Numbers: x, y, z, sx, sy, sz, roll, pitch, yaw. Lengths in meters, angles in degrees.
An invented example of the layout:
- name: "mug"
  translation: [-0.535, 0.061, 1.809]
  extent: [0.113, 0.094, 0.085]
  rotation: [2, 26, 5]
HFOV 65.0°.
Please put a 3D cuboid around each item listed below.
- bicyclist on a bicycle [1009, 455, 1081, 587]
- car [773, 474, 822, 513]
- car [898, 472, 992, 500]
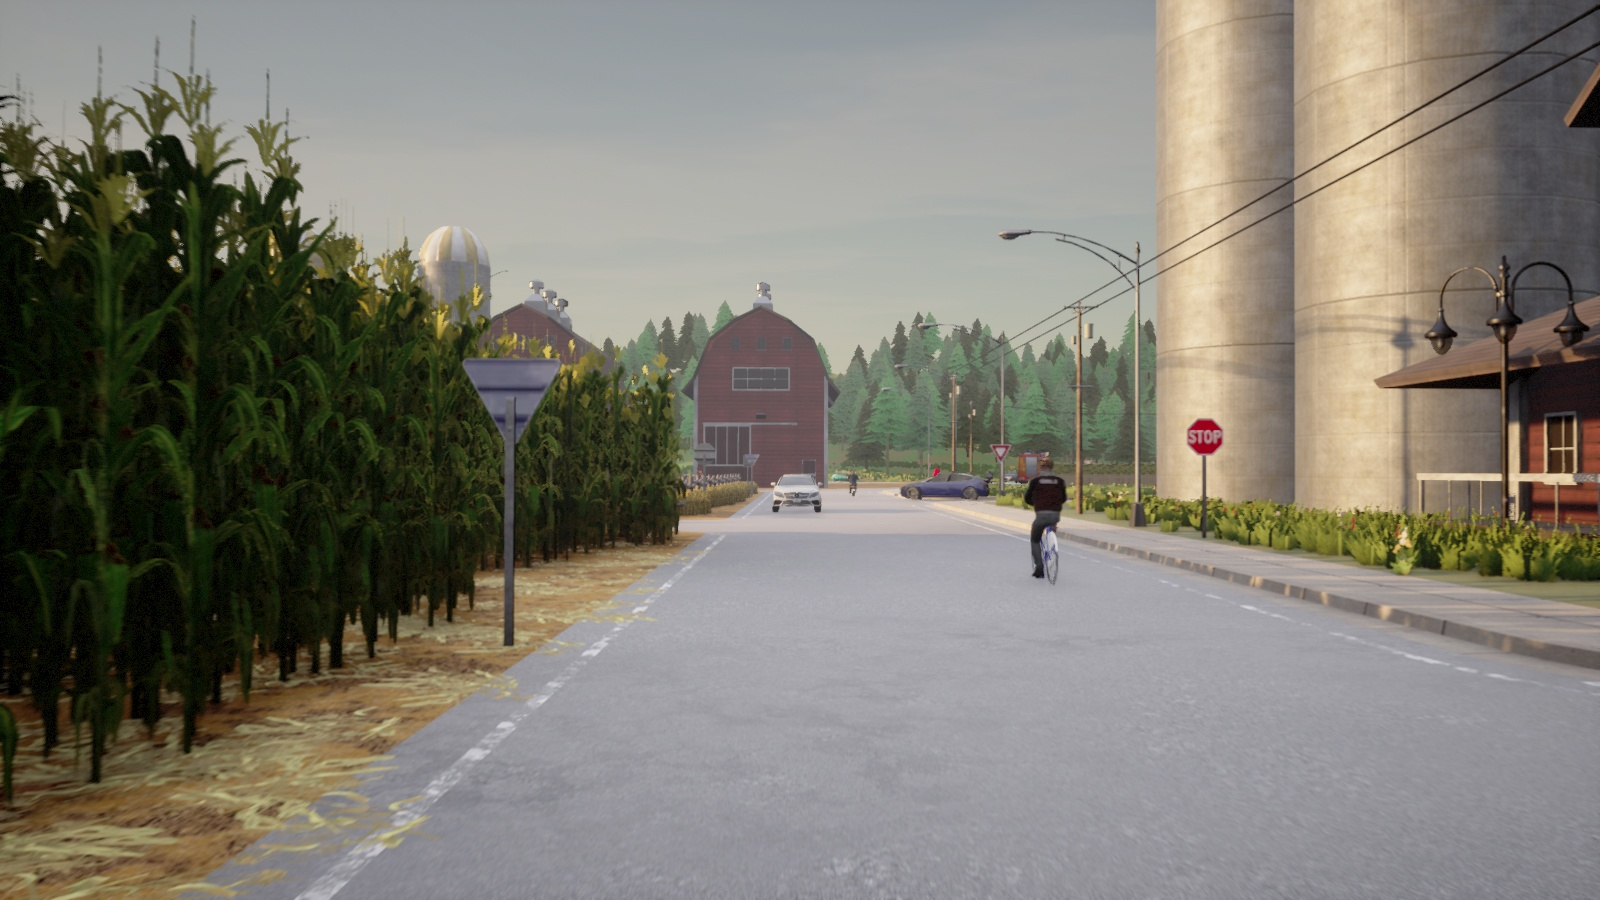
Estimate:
- name: "bicyclist on a bicycle"
  translation: [3.459, 0.970, 17.866]
  extent: [0.659, 1.776, 1.843]
  rotation: [0, -1, 0]
- name: "car"
  translation: [-0.112, 1.658, 48.971]
  extent: [1.812, 1.442, 4.674]
  rotation: [0, -1, 0]
- name: "car"
  translation: [7.801, 1.909, 67.402]
  extent: [4.792, 1.488, 2.163]
  rotation: [0, -1, 13]
